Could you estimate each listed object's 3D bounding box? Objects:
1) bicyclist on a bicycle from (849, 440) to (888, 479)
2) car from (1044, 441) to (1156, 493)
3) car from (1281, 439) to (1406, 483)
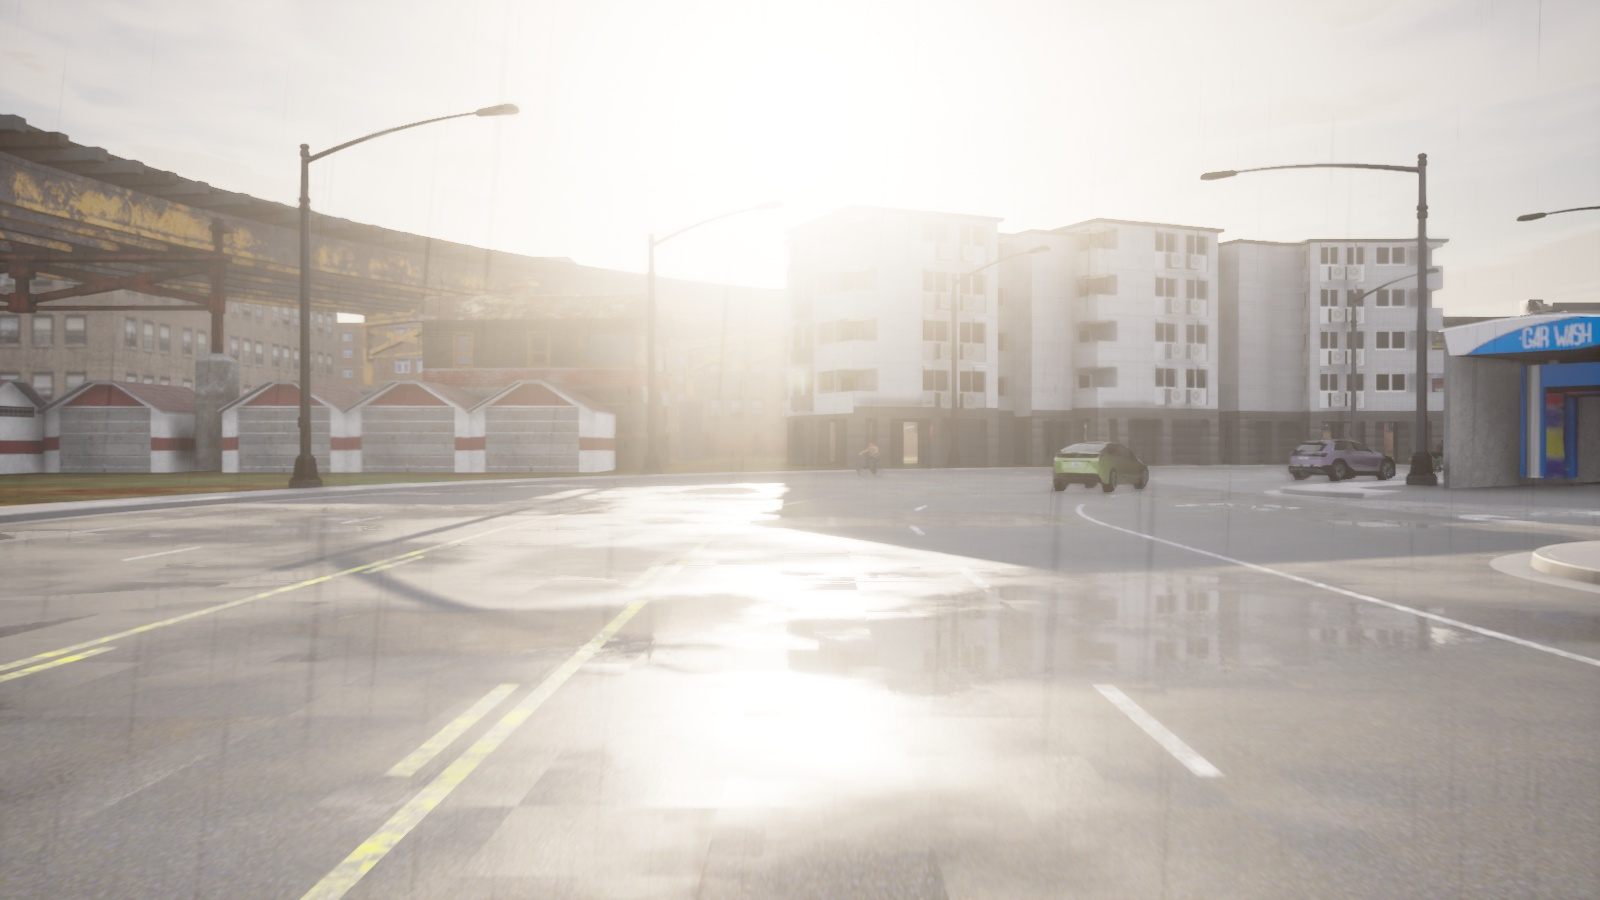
[{"bbox_3d":[2.897,0.387,52.991,1.509,1.612,0.866,0,1,-45],"label":"bicyclist on a bicycle"},{"bbox_3d":[9.382,0.481,39.038,2.007,1.525,4.514,0,0,33],"label":"car"},{"bbox_3d":[21.385,0.416,49.400,4.856,1.649,2.033,0,0,-30],"label":"car"}]
